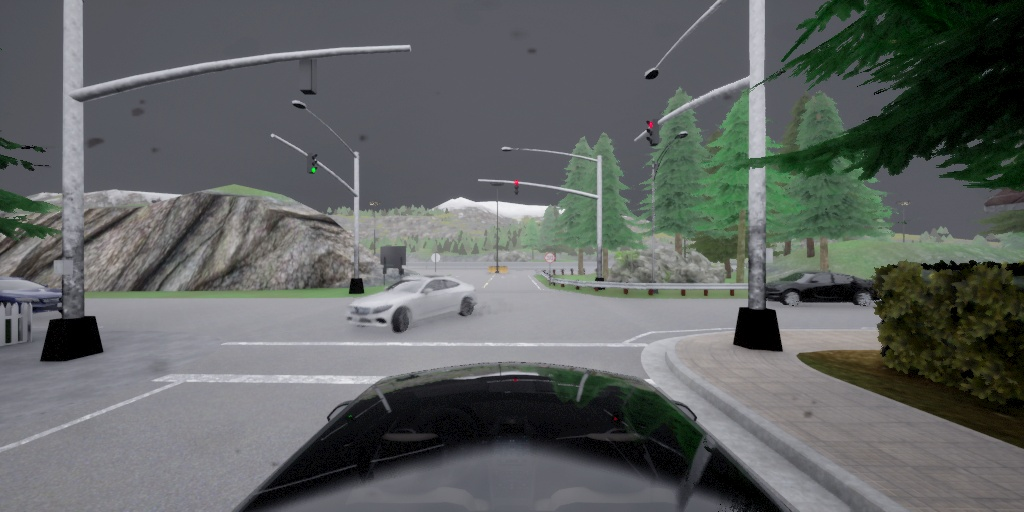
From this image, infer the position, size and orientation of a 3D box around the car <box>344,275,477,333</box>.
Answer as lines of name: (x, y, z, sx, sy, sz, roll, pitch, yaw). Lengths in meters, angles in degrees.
car: (-2.950, 1.366, 11.470, 1.812, 1.442, 4.674, -2, -1, 30)

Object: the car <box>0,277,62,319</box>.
car: (-18.276, 1.467, 12.714, 4.674, 1.442, 1.812, 0, 0, 0)

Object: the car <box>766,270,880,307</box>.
car: (13.585, 1.419, 16.232, 5.008, 1.535, 1.882, 0, 0, 0)
